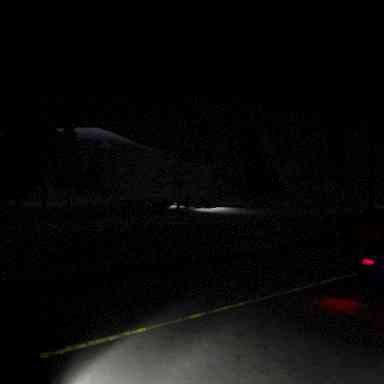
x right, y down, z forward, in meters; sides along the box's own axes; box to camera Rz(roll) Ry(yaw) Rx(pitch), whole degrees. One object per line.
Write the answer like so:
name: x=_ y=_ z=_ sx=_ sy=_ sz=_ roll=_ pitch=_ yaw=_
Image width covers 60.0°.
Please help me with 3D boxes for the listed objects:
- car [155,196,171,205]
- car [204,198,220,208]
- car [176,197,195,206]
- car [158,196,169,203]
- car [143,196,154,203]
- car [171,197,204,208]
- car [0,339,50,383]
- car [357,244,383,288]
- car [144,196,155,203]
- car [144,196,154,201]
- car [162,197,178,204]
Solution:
car: x=-4.547 y=1.673 z=57.600 sx=1.994 sy=1.385 sz=4.181 roll=0 pitch=0 yaw=-21
car: x=2.568 y=1.679 z=50.798 sx=1.994 sy=1.385 sz=4.181 roll=0 pitch=0 yaw=-29
car: x=-1.211 y=1.647 z=58.669 sx=1.812 sy=1.442 sz=4.674 roll=0 pitch=0 yaw=-22
car: x=-6.748 y=1.670 z=77.825 sx=2.128 sy=1.511 sz=4.902 roll=0 pitch=0 yaw=-10
car: x=-9.987 y=1.671 z=75.884 sx=2.033 sy=1.411 sz=5.357 roll=0 pitch=0 yaw=-10
car: x=-0.738 y=1.594 z=49.541 sx=2.128 sy=1.511 sz=4.902 roll=0 pitch=0 yaw=-28
car: x=-3.359 y=1.540 z=1.337 sx=5.357 sy=1.411 sz=2.033 roll=0 pitch=0 yaw=-36
car: x=6.183 y=1.583 z=8.158 sx=5.357 sy=1.411 sz=2.033 roll=0 pitch=0 yaw=-36
car: x=-7.562 y=1.609 z=65.840 sx=2.128 sy=1.511 sz=4.902 roll=0 pitch=0 yaw=-18
car: x=-11.138 y=1.672 z=86.163 sx=2.033 sy=1.411 sz=5.357 roll=0 pitch=0 yaw=-3
car: x=-4.492 y=1.678 z=67.671 sx=2.033 sy=1.411 sz=5.357 roll=0 pitch=0 yaw=-18
